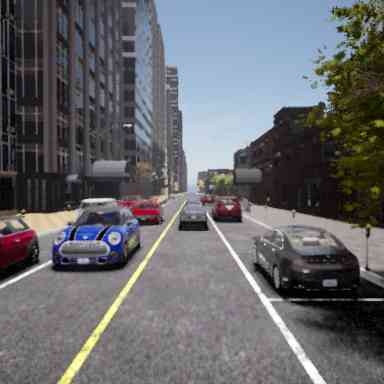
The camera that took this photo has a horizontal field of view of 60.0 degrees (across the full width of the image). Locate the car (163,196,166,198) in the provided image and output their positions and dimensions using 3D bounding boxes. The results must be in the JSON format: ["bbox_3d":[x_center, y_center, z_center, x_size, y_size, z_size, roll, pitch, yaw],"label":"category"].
[{"bbox_3d":[-5.703,1.405,59.060,1.752,1.417,4.829,-1,0,0],"label":"car"}]

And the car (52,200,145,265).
[{"bbox_3d":[-3.062,1.329,11.521,2.097,1.767,4.553,0,0,-1],"label":"car"}]

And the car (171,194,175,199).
[{"bbox_3d":[-5.704,1.251,92.439,1.967,1.590,4.097,-1,0,0],"label":"car"}]

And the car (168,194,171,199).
[{"bbox_3d":[-5.703,1.393,64.594,1.752,1.417,4.829,-1,0,0],"label":"car"}]

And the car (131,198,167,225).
[{"bbox_3d":[-3.073,1.430,23.692,1.882,1.535,5.008,0,0,0],"label":"car"}]

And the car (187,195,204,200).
[{"bbox_3d":[0.097,1.463,41.279,2.033,1.411,5.357,0,0,0],"label":"car"}]

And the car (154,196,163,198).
[{"bbox_3d":[-5.702,1.447,48.160,1.887,1.381,4.507,-1,0,0],"label":"car"}]

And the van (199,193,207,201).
[{"bbox_3d":[2.675,1.175,81.355,1.690,1.788,3.998,-1,0,0],"label":"van"}]

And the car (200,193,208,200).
[{"bbox_3d":[2.675,1.205,53.684,2.192,1.841,5.009,-1,0,0],"label":"car"}]

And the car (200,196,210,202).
[{"bbox_3d":[2.679,1.438,70.287,1.802,1.307,4.206,-1,0,0],"label":"car"}]

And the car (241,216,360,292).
[{"bbox_3d":[2.691,1.533,8.672,2.008,1.369,4.403,-1,0,0],"label":"car"}]

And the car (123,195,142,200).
[{"bbox_3d":[-5.705,1.251,31.555,2.192,1.841,5.009,-1,0,0],"label":"car"}]

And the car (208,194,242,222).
[{"bbox_3d":[2.675,1.262,26.011,2.192,1.841,5.009,-1,0,0],"label":"car"}]

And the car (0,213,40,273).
[{"bbox_3d":[-5.715,1.423,8.689,1.967,1.590,4.097,-1,0,0],"label":"car"}]

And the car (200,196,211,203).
[{"bbox_3d":[2.678,1.433,64.753,1.947,1.339,4.313,-1,0,0],"label":"car"}]

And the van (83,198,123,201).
[{"bbox_3d":[-5.705,1.300,20.486,1.690,1.788,3.998,-1,0,0],"label":"van"}]

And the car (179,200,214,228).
[{"bbox_3d":[0.087,1.503,21.813,2.033,1.411,5.357,0,0,0],"label":"car"}]
